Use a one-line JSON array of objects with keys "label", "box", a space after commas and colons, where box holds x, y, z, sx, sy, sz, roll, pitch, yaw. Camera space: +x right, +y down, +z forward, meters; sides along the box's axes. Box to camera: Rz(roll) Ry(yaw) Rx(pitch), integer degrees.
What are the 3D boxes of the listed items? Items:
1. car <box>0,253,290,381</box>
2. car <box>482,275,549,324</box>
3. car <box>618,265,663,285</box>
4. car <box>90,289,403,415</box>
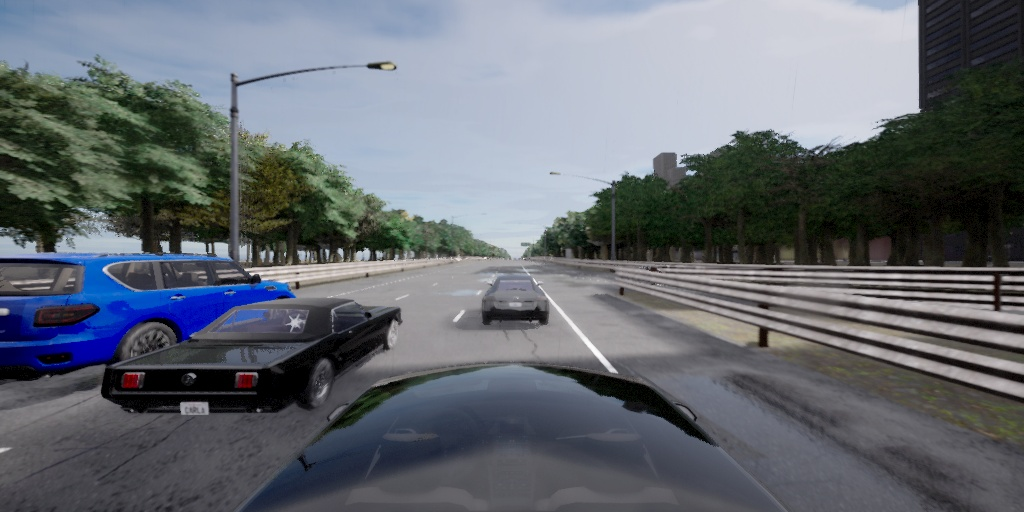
[{"label": "car", "box": [-6.901, 0.971, 7.354, 2.150, 2.045, 5.566, 0, 0, 0]}, {"label": "car", "box": [0.099, 1.305, 11.896, 1.994, 1.385, 4.181, 0, 0, 0]}, {"label": "car", "box": [9.622, 1.317, 25.760, 1.895, 1.301, 4.718, 0, 0, -19]}, {"label": "car", "box": [-3.400, 1.350, 6.072, 1.895, 1.301, 4.718, 0, 0, 0]}]
